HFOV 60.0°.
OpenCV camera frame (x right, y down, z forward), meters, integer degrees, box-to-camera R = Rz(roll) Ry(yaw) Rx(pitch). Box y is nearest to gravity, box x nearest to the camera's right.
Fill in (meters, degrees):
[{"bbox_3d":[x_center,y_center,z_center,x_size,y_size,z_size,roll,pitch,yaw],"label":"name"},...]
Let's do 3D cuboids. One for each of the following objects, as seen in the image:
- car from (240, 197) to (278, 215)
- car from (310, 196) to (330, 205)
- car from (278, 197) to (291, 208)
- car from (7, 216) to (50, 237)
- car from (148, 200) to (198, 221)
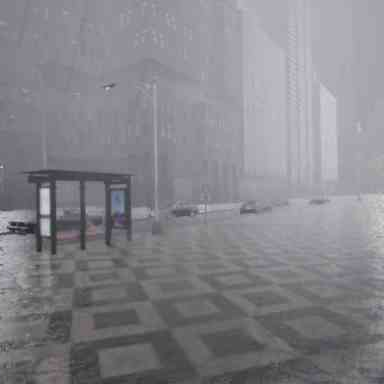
[{"bbox_3d":[6.266,1.406,31.833,1.994,1.385,4.181,-1,0,35],"label":"car"},{"bbox_3d":[19.431,1.303,50.349,1.895,1.301,4.718,-1,0,36],"label":"car"},{"bbox_3d":[11.696,1.360,44.869,2.033,1.411,5.357,-1,0,36],"label":"car"},{"bbox_3d":[-7.356,1.617,18.218,1.895,1.301,4.718,-1,0,35],"label":"car"},{"bbox_3d":[-1.431,1.444,26.537,2.128,1.511,4.902,-1,0,36],"label":"car"}]
